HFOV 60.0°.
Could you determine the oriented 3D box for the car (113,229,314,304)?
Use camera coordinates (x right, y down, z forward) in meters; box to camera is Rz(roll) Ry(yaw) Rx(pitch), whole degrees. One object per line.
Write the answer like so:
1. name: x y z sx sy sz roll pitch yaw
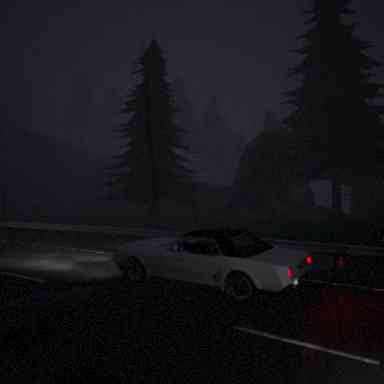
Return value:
1. car: 0.298 1.558 8.038 4.718 1.301 1.895 -1 0 34
